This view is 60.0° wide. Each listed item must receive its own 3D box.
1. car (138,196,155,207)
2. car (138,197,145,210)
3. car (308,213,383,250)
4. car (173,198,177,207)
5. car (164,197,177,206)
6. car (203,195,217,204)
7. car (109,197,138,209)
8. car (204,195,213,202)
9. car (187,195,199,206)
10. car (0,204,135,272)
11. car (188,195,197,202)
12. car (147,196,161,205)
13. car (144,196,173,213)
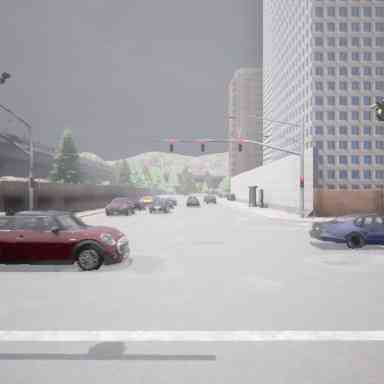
[{"bbox_3d":[-7.012,1.478,51.376,1.882,1.535,5.008,0,0,0],"label":"car"},{"bbox_3d":[-7.032,1.601,41.860,1.895,1.301,4.718,0,0,0],"label":"car"},{"bbox_3d":[7.757,1.592,13.953,5.357,1.411,2.033,0,0,0],"label":"car"},{"bbox_3d":[-3.531,1.564,45.378,1.994,1.385,4.181,0,0,-1],"label":"car"},{"bbox_3d":[-3.496,1.601,55.360,1.895,1.301,4.718,0,0,0],"label":"car"},{"bbox_3d":[3.694,1.505,64.119,1.837,1.490,4.892,0,0,0],"label":"car"},{"bbox_3d":[-7.045,1.352,32.874,2.097,1.767,4.553,0,0,0],"label":"car"},{"bbox_3d":[3.610,1.500,74.516,1.837,1.490,4.892,0,0,0],"label":"car"},{"bbox_3d":[0.177,1.564,53.092,1.994,1.385,4.181,0,0,0],"label":"car"},{"bbox_3d":[-4.317,1.382,10.445,4.553,1.767,2.097,0,0,0],"label":"car"},{"bbox_3d":[0.113,1.478,74.644,1.882,1.535,5.008,0,0,0],"label":"car"},{"bbox_3d":[-6.973,1.478,61.449,1.882,1.535,5.008,0,0,1],"label":"car"},{"bbox_3d":[-3.535,1.491,36.458,2.128,1.511,4.902,0,0,0],"label":"car"}]
